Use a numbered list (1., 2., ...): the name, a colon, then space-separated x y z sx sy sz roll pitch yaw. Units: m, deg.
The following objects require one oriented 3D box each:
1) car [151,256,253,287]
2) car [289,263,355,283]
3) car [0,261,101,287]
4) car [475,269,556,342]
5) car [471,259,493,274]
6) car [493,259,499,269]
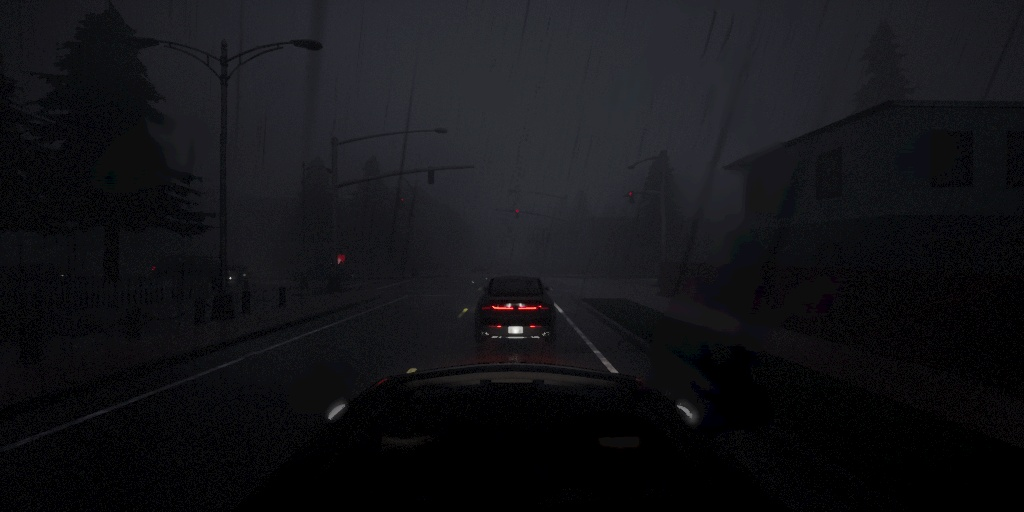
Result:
1. car: -20.665 0.987 24.025 5.566 2.045 2.150 0 0 -1
2. car: -14.639 1.291 27.745 4.674 1.442 1.812 0 0 -1
3. car: -31.103 1.257 23.748 4.902 1.511 2.128 0 0 -1
4. car: 0.092 1.255 9.715 1.837 1.490 4.892 0 0 0
5. car: -3.506 1.275 40.786 1.812 1.442 4.674 0 0 0
6. car: -3.465 1.256 57.187 1.837 1.490 4.892 0 0 0
